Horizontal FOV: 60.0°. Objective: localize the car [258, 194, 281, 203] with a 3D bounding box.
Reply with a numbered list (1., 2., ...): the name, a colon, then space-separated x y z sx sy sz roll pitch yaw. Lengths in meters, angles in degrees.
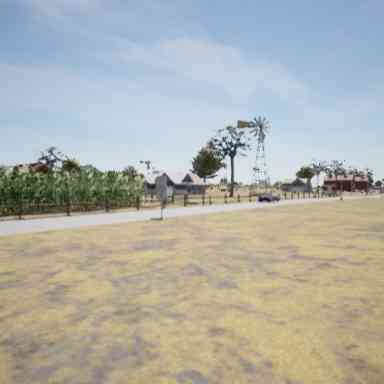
1. car: 11.987 0.962 51.478 1.895 1.301 4.718 0 0 36
